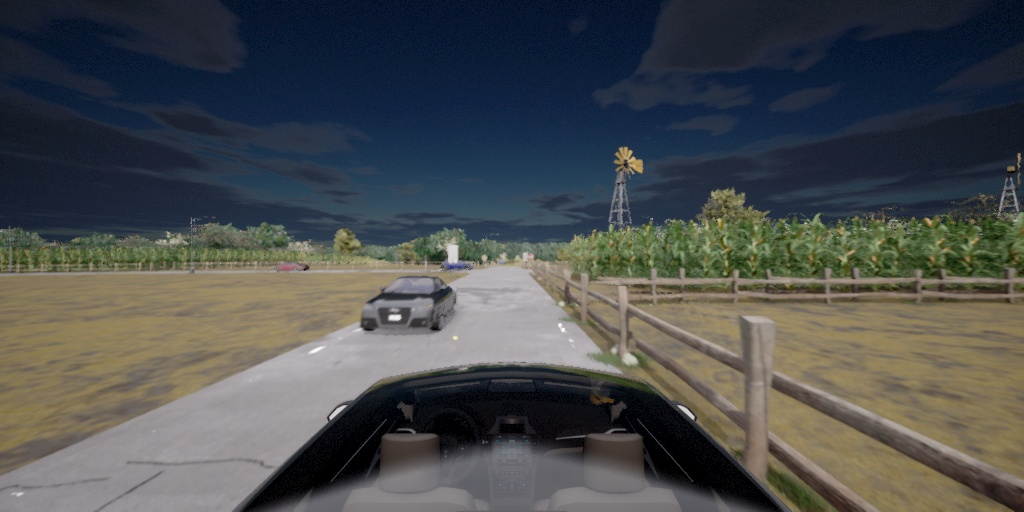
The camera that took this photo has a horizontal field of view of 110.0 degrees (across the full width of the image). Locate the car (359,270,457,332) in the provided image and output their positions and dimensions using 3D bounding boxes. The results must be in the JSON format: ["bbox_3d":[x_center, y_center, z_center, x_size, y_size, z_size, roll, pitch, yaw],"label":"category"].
[{"bbox_3d":[-2.850,1.298,10.684,1.994,1.385,4.181,0,0,0],"label":"car"}]

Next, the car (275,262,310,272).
[{"bbox_3d":[-30.599,1.511,50.046,4.181,1.385,1.994,0,0,0],"label":"car"}]

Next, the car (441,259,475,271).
[{"bbox_3d":[-7.529,1.199,50.052,4.553,1.767,2.097,0,0,0],"label":"car"}]
